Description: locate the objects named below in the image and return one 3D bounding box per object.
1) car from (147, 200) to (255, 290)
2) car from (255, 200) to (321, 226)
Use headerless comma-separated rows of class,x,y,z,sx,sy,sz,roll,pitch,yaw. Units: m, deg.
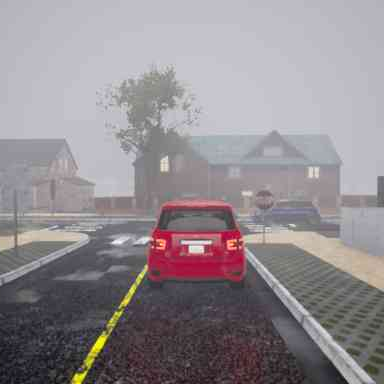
car,0.138,1.217,9.210,2.150,2.045,5.566,0,0,1
car,6.172,1.312,22.424,4.553,1.767,2.097,0,1,-3
